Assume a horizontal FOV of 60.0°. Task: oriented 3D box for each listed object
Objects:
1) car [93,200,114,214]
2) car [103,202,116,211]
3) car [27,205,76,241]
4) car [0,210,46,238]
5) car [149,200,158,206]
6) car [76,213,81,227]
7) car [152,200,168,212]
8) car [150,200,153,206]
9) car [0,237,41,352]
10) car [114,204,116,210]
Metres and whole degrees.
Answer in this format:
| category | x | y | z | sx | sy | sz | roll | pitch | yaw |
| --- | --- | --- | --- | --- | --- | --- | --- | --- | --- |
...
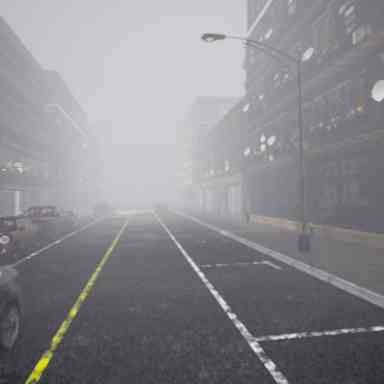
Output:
| category | x | y | z | sx | sy | sz | roll | pitch | yaw |
| --- | --- | --- | --- | --- | --- | --- | --- | --- | --- |
| car | -12.652 | 2.114 | 46.863 | 2.192 | 1.841 | 5.009 | -1 | -1 | -9 |
| car | -14.324 | 2.505 | 58.007 | 1.887 | 1.381 | 4.507 | -1 | -1 | -9 |
| car | -8.460 | 1.709 | 18.998 | 2.192 | 1.841 | 5.009 | -1 | -1 | -9 |
| car | -7.620 | 1.752 | 13.423 | 1.967 | 1.590 | 4.097 | -1 | -1 | -9 |
| car | -9.391 | 2.679 | 81.542 | 2.008 | 1.369 | 4.403 | -1 | -1 | -9 |
| car | -9.295 | 2.057 | 24.567 | 1.802 | 1.307 | 4.206 | -1 | -1 | -9 |
| car | -4.388 | 2.173 | 48.273 | 1.752 | 1.417 | 4.829 | -1 | -1 | -9 |
| car | -6.039 | 2.351 | 59.251 | 1.887 | 1.381 | 4.507 | -1 | -1 | -9 |
| car | -3.406 | 1.604 | 3.487 | 2.128 | 1.511 | 4.902 | -1 | -1 | -9 |
| car | -13.488 | 2.320 | 52.434 | 1.967 | 1.590 | 4.097 | -1 | -1 | -9 |
